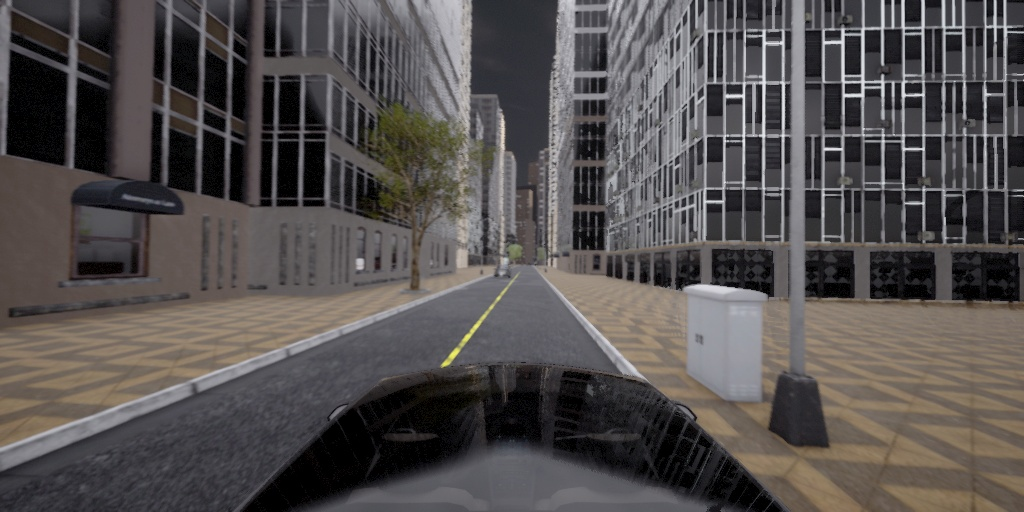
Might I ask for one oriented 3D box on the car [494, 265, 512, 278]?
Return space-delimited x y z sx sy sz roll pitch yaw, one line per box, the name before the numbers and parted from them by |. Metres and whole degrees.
car | -1.023 1.783 41.449 2.128 1.511 4.902 1 -1 3
